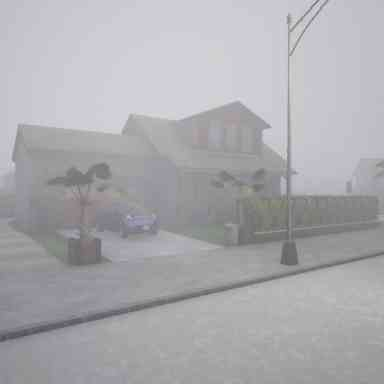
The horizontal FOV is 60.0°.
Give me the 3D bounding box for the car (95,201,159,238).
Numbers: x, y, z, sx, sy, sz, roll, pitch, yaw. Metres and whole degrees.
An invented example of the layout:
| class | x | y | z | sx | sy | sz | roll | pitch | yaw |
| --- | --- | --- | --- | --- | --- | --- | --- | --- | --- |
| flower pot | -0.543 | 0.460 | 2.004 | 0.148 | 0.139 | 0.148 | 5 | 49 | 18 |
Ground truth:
| class | x | y | z | sx | sy | sz | roll | pitch | yaw |
| --- | --- | --- | --- | --- | --- | --- | --- | --- | --- |
| car | -3.024 | 1.174 | 15.291 | 1.845 | 1.501 | 3.633 | 0 | 0 | -38 |
